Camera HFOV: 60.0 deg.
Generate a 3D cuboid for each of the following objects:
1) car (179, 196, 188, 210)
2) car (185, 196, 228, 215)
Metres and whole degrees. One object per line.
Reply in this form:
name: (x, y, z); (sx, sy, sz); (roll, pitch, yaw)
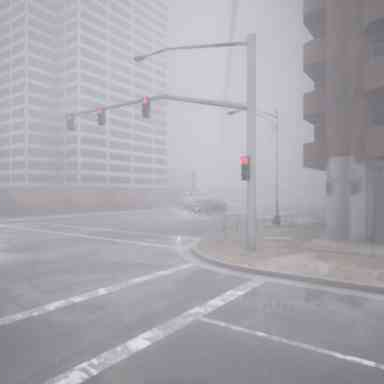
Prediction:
car: (1.234, 1.541, 39.062); (2.033, 1.411, 5.357); (0, 0, 35)
car: (1.852, 1.486, 33.872); (2.128, 1.511, 4.902); (0, 0, 35)
